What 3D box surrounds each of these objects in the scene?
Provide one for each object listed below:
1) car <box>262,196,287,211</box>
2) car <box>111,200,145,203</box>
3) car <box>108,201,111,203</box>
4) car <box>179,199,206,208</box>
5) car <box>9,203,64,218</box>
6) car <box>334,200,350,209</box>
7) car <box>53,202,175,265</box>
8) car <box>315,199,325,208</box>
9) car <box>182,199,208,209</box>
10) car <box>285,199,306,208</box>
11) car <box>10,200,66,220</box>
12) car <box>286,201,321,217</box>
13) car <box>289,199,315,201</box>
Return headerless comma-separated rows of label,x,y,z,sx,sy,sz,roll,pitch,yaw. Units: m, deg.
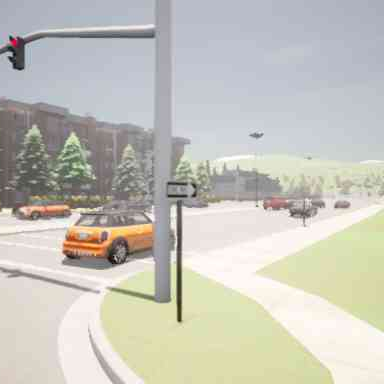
car,12.035,1.586,48.048,2.150,2.045,5.566,0,0,34
car,-6.965,1.782,40.029,1.837,1.490,4.892,0,-1,33
car,-9.597,1.780,42.400,2.128,1.511,4.902,0,-1,33
car,0.152,1.959,57.440,2.033,1.411,5.357,0,-1,33
car,-15.459,1.813,33.298,1.895,1.301,4.718,0,0,33
car,24.886,2.000,55.031,1.994,1.385,4.181,0,-1,32
car,-2.475,1.438,12.412,2.097,1.767,4.553,0,0,26
car,20.747,1.908,55.197,1.882,1.535,5.008,0,0,33
car,0.832,1.938,52.095,1.994,1.385,4.181,0,0,33
car,17.790,1.930,57.070,2.128,1.511,4.902,0,0,33
car,-13.395,1.545,30.043,2.097,1.767,4.553,0,0,33
car,11.593,1.867,34.323,1.895,1.301,4.718,0,0,33
car,15.460,1.888,46.884,1.812,1.442,4.674,0,0,33
